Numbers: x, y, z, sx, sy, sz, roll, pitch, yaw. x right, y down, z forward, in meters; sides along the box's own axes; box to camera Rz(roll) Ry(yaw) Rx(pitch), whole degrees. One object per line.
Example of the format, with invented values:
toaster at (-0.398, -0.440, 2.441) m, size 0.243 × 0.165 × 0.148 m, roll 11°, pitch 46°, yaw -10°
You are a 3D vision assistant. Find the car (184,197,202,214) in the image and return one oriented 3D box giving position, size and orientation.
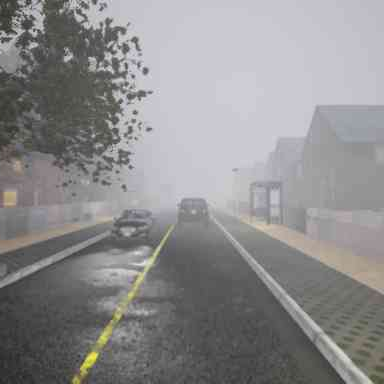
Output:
car at (0.095, 1.607, 41.920) m, size 2.150 × 2.045 × 5.566 m, roll 0°, pitch -1°, yaw 0°

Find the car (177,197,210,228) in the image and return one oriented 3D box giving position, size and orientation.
car at (0.096, 1.414, 23.969) m, size 2.150 × 2.045 × 5.566 m, roll 0°, pitch -1°, yaw 0°

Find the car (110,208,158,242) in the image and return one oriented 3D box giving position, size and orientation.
car at (-2.850, 1.621, 17.167) m, size 2.128 × 1.511 × 4.902 m, roll 0°, pitch -1°, yaw 0°
